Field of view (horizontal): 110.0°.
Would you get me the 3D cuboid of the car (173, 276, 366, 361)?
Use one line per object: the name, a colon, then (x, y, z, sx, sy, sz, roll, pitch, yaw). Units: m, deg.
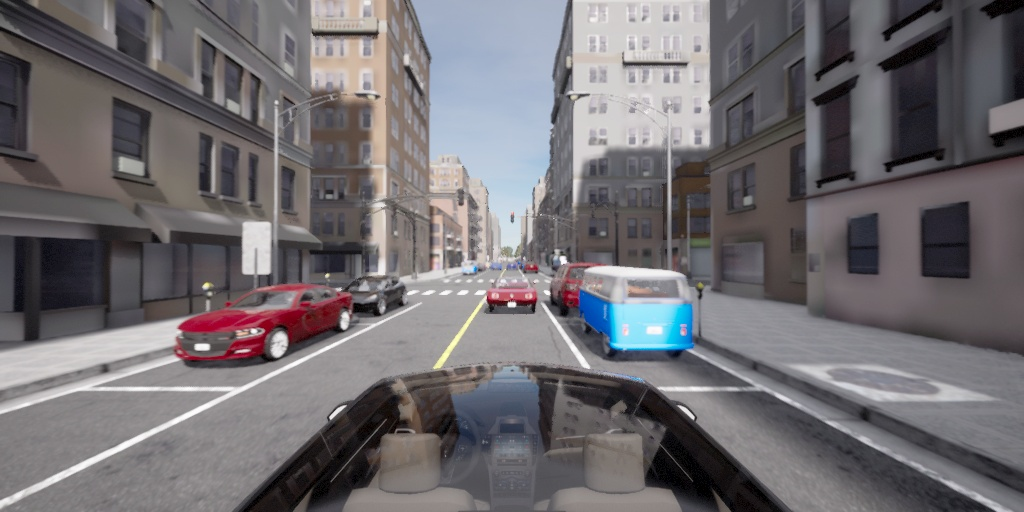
car: (-5.388, 1.363, 8.480, 1.888, 1.381, 4.507, 0, 0, 0)

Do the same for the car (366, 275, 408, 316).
car: (-5.388, 1.439, 13.991, 1.948, 1.339, 4.313, 0, 0, 0)

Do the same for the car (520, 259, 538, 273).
car: (2.702, 1.557, 51.361, 2.192, 1.841, 5.009, 0, 0, 0)

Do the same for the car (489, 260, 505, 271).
car: (-2.798, 1.840, 63.608, 1.882, 1.535, 5.008, 0, -1, 1)

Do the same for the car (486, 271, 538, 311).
car: (0.059, 1.485, 15.097, 1.895, 1.301, 4.718, 0, -1, 2)

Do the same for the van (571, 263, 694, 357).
van: (2.637, 1.159, 8.480, 1.690, 1.789, 3.998, 0, 0, 0)

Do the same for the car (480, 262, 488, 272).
car: (-5.408, 1.861, 56.765, 1.948, 1.339, 4.313, 0, 0, 0)

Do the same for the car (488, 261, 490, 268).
car: (-5.407, 1.894, 62.171, 1.888, 1.381, 4.507, 0, 0, 0)

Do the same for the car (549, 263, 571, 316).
car: (2.637, 1.188, 13.992, 2.192, 1.841, 5.009, 0, 0, 0)

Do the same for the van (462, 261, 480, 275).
van: (-5.410, 1.530, 45.953, 1.690, 1.789, 3.998, 0, 0, 0)
